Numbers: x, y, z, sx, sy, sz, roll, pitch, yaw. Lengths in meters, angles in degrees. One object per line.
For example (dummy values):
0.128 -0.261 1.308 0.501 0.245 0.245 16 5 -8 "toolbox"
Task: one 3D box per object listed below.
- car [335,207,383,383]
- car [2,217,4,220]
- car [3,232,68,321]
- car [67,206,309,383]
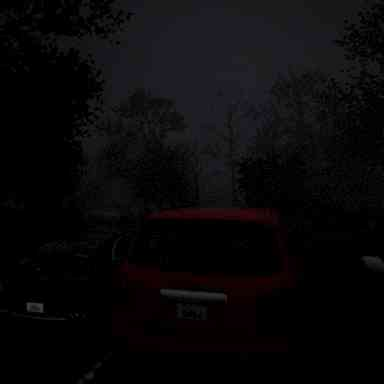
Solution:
3.116 1.240 3.876 2.435 2.045 5.566 0 -1 15 "car"
-22.024 2.731 37.960 1.895 1.301 4.718 1 -3 -23 "car"
-1.739 1.502 7.336 2.231 1.521 4.892 0 -1 15 "car"
0.699 1.246 5.657 2.435 2.045 5.566 0 -1 15 "car"
